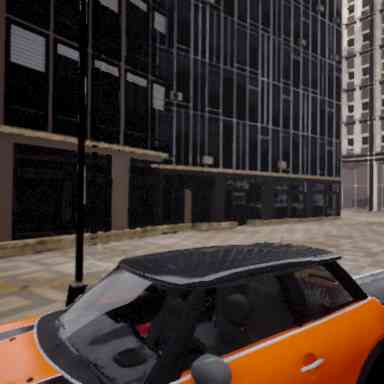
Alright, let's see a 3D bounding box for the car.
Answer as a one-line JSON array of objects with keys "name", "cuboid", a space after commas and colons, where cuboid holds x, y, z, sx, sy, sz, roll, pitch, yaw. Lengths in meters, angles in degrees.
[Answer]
[{"name": "car", "cuboid": [-0.113, 1.370, 2.993, 4.553, 1.767, 2.097, 0, 0, -36]}]
